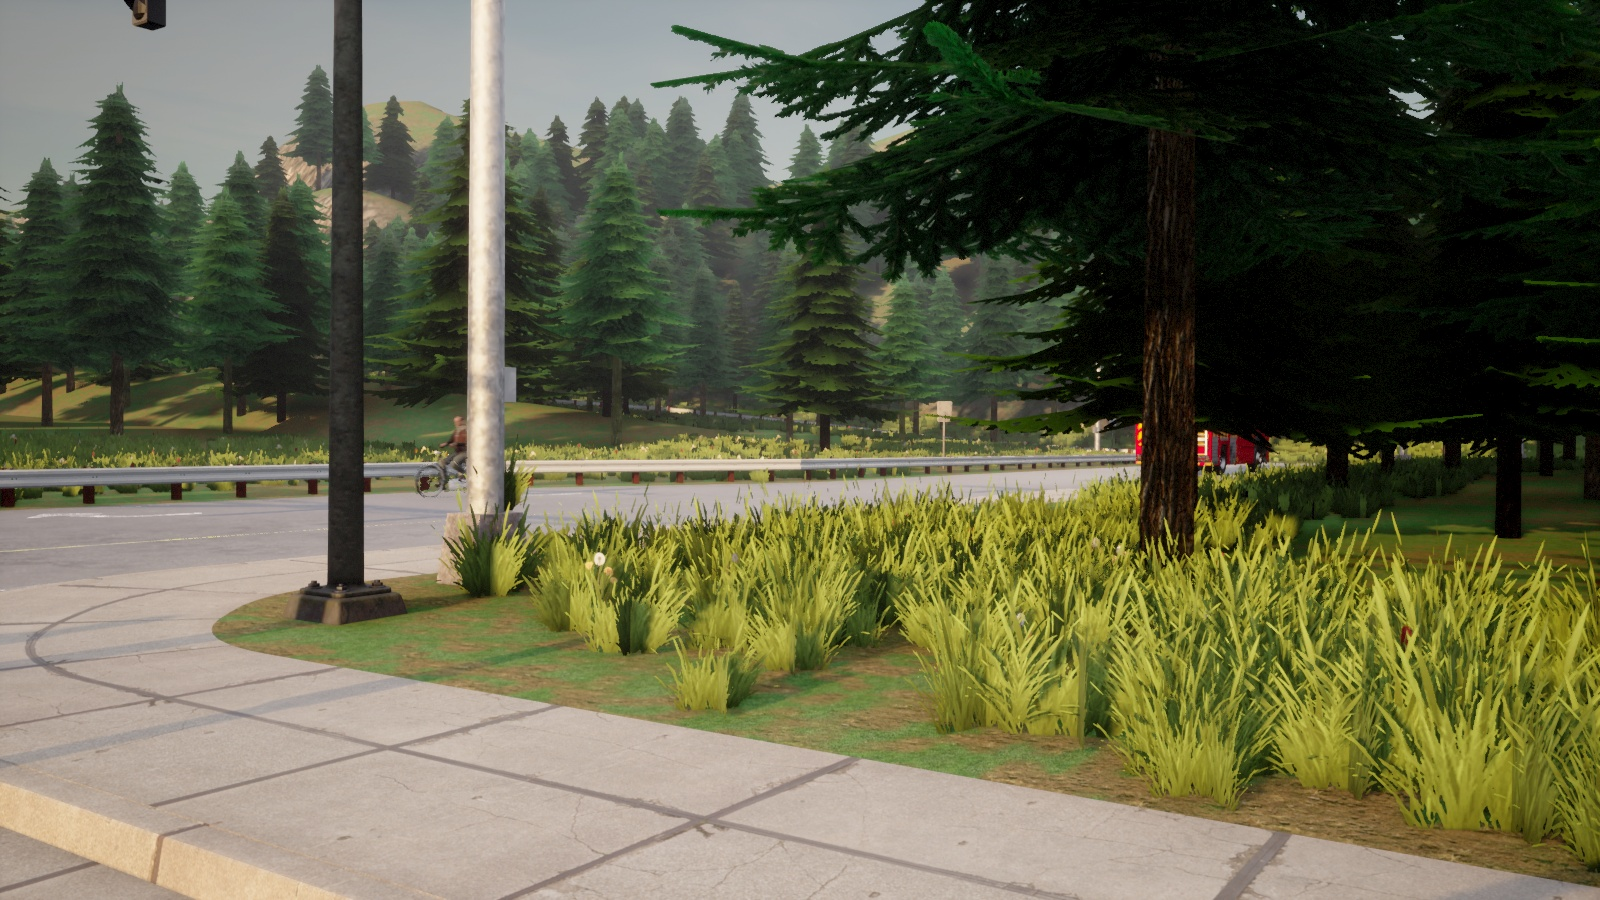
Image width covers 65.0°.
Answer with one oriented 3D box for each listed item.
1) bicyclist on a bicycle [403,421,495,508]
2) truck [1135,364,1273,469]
[{"bbox_3d":[-7.433,0.279,26.657,0.659,1.776,1.843,1,1,36],"label":"bicyclist on a bicycle"},{"bbox_3d":[16.175,-1.287,49.850,2.891,3.827,8.468,0,1,35],"label":"truck"}]
